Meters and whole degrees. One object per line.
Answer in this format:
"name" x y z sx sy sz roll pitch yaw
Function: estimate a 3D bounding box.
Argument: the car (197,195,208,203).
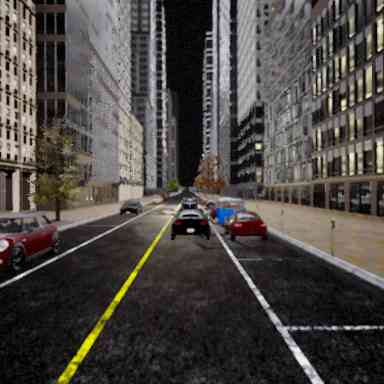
"car" 2.050 1.418 67.478 2.008 1.369 4.403 0 0 -1

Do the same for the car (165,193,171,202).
"car" -6.386 1.188 73.101 2.192 1.841 5.009 0 0 -1

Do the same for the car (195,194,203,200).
"car" 1.832 1.359 90.246 2.008 1.369 4.403 0 0 -1

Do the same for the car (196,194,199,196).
"car" 2.105 1.447 61.786 1.947 1.339 4.313 0 0 -1

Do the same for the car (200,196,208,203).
"car" 2.324 1.478 39.018 2.008 1.369 4.403 0 0 -1

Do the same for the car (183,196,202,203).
"car" -0.243 1.486 36.351 2.033 1.411 5.357 0 0 0

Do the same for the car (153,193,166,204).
"car" -6.274 1.425 61.549 1.752 1.417 4.829 0 0 -1

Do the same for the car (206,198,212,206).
"car" 2.433 1.494 27.635 1.887 1.381 4.507 0 0 -1

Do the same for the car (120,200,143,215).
"car" -6.002 1.523 33.259 1.947 1.339 4.313 0 0 -1

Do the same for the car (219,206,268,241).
"car" 2.542 1.551 16.250 1.802 1.307 4.206 0 0 -1

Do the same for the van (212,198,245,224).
"van" 2.486 1.300 21.942 1.690 1.788 3.998 0 0 -1

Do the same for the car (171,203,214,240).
"car" -0.070 1.499 16.811 1.812 1.442 4.674 0 0 0

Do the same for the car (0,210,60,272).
"car" -5.785 1.437 10.493 1.967 1.590 4.097 0 0 -1

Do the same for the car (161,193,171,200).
"car" -6.495 1.158 84.485 2.192 1.841 5.009 0 0 -1
